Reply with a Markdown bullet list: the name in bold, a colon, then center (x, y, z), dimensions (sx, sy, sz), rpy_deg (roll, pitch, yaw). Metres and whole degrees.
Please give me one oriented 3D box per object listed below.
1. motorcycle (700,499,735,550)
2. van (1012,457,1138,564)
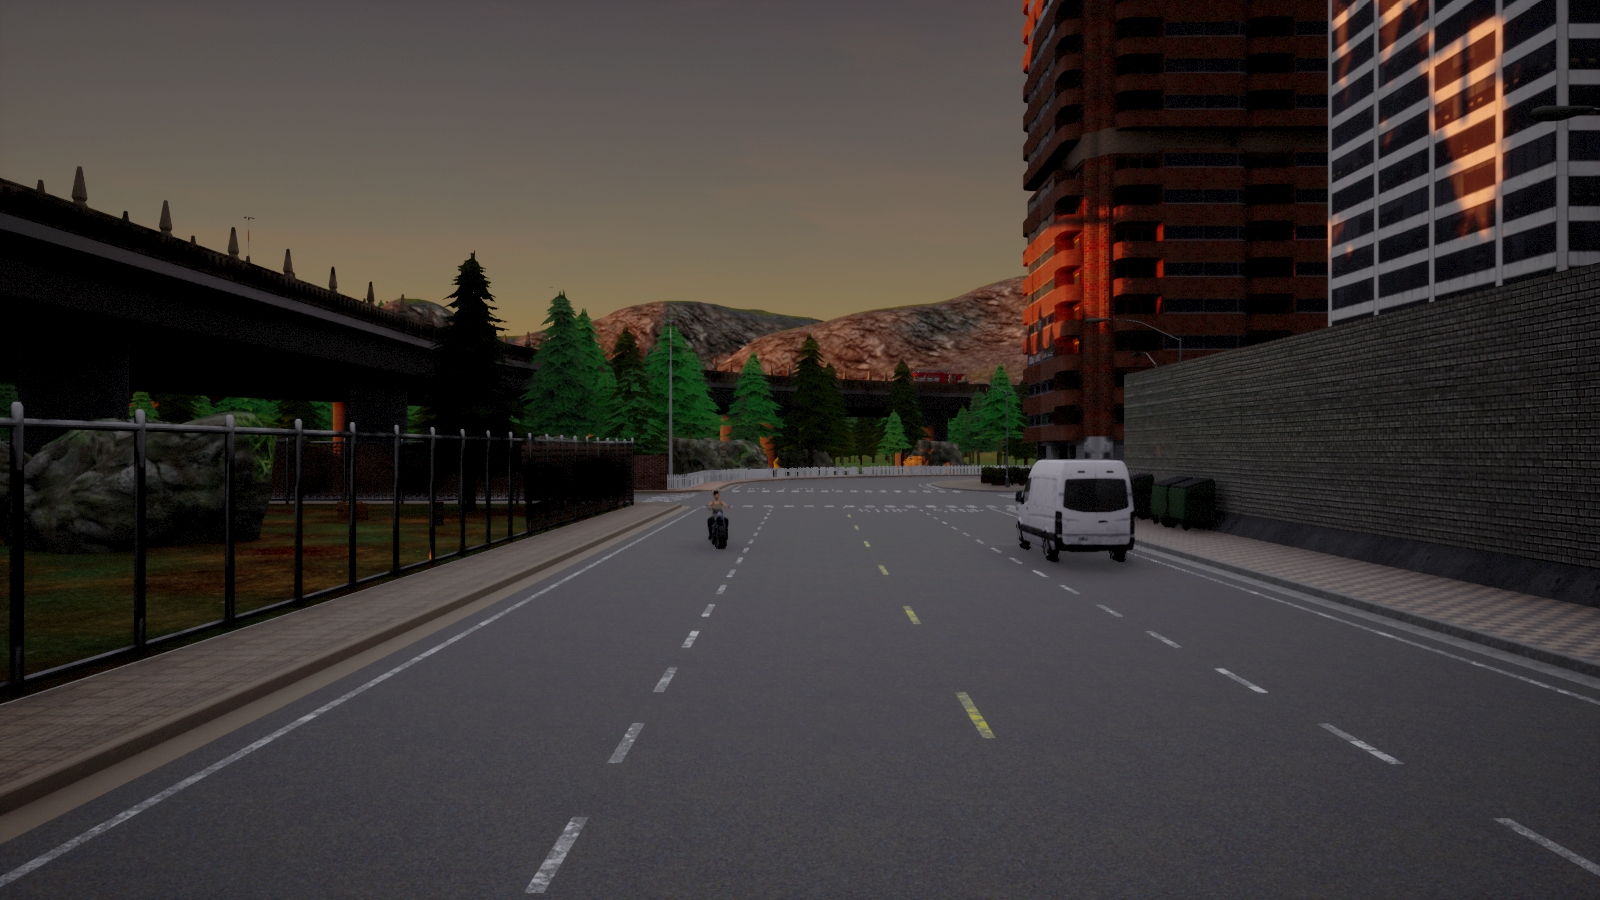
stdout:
- **motorcycle**: center (-2.370, 2.099, 32.757), dimensions (0.764, 1.307, 2.356), rpy_deg (0, 0, -10)
- **van**: center (7.213, 1.479, 30.673), dimensions (1.988, 2.561, 5.915), rpy_deg (0, 0, 0)
